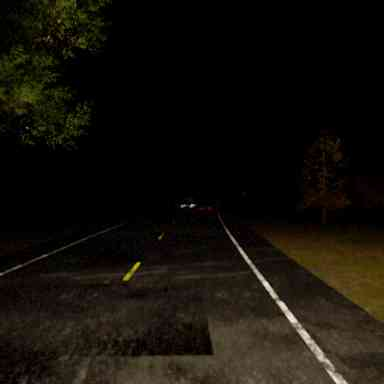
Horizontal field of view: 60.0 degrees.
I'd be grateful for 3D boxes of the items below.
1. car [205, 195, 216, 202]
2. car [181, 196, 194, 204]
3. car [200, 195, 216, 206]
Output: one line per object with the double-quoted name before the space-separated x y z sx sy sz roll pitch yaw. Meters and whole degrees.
"car" 4.032 1.423 71.369 2.033 1.411 5.357 0 0 6
"car" -0.738 1.389 59.775 1.882 1.535 5.008 0 0 6
"car" 2.304 1.415 52.604 2.128 1.511 4.902 0 0 5
